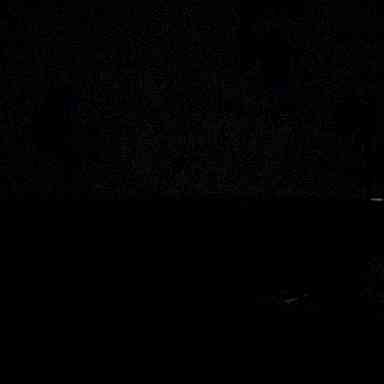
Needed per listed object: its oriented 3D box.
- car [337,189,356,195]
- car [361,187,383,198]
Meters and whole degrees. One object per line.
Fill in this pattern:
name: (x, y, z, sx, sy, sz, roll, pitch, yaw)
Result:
car: (37.382, -0.118, 80.447, 2.033, 1.411, 5.357, 1, 1, -7)
car: (33.808, 0.087, 62.830, 2.150, 2.045, 5.566, 0, 1, 9)
